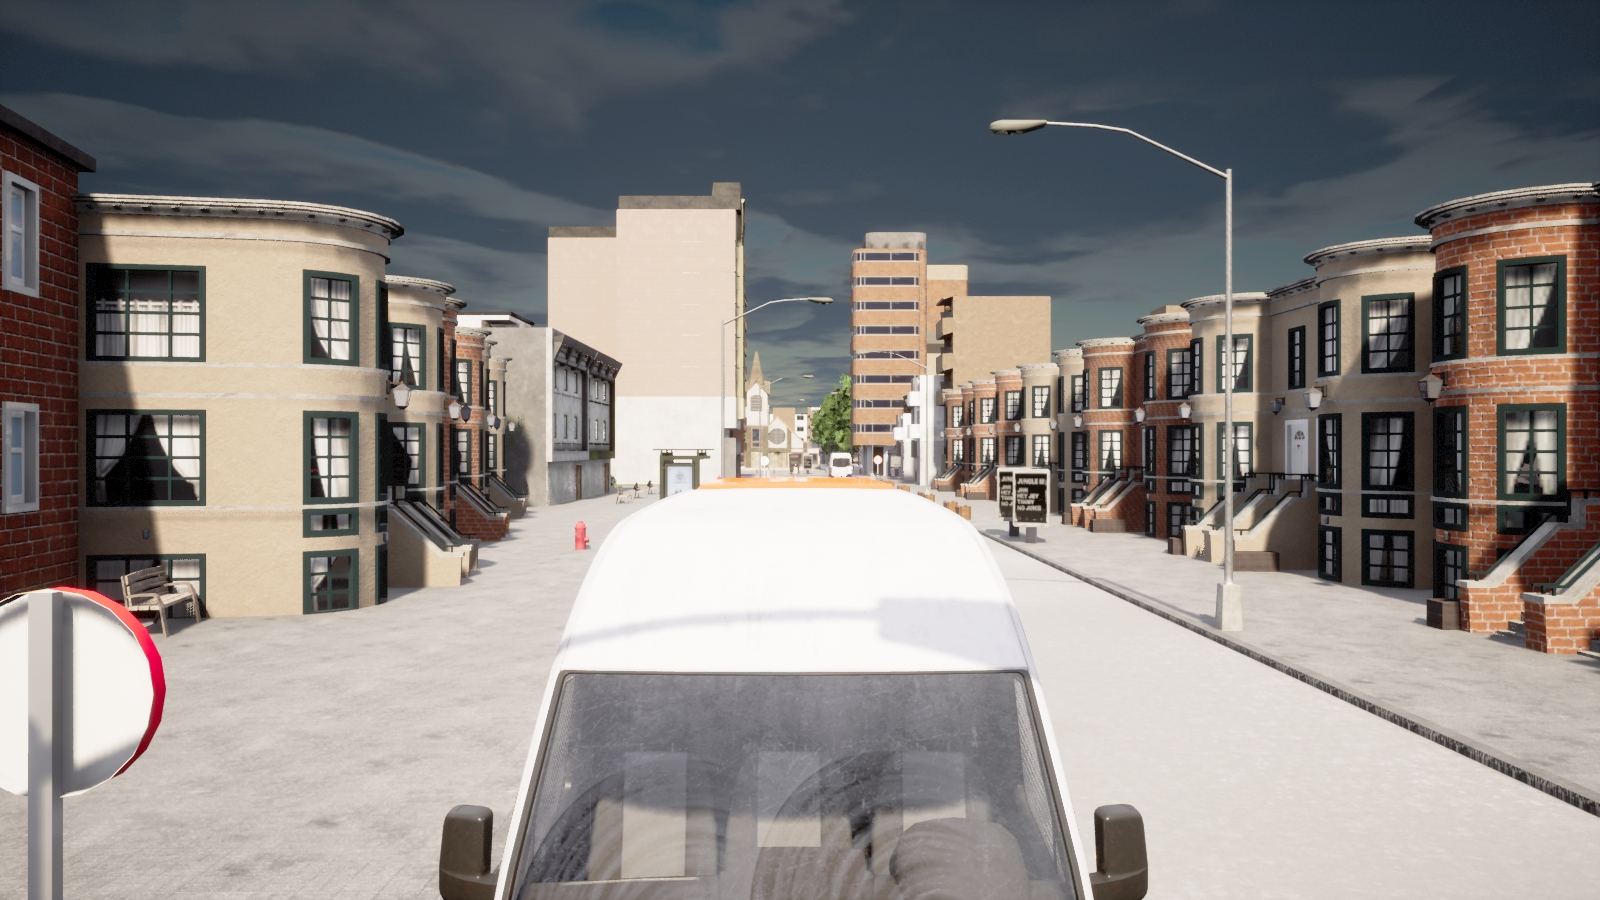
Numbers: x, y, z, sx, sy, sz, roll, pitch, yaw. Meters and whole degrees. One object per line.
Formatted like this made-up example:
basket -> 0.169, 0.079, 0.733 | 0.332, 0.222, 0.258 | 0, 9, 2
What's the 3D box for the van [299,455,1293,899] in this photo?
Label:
van -> -0.019, 1.314, 5.243 | 1.988, 2.561, 5.915 | 0, 0, 0
